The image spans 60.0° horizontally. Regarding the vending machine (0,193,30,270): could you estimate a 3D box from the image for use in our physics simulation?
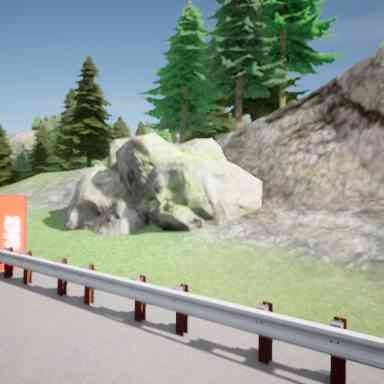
[{"bbox_3d":[-5.409,1.078,9.526,0.880,2.100,1.100,1,0,35],"label":"vending machine"}]
